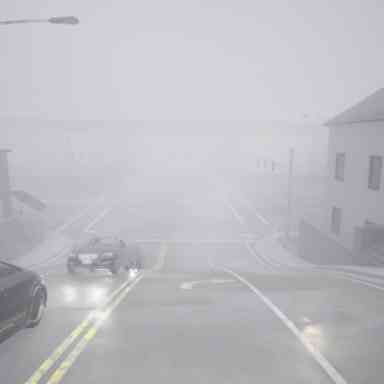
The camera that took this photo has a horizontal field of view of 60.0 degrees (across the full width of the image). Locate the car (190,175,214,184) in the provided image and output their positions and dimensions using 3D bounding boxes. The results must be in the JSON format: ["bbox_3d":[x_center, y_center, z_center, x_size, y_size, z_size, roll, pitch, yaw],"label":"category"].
[{"bbox_3d":[1.962,-2.476,66.032,4.974,1.542,2.038,5,10,28],"label":"car"}]

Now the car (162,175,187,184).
[{"bbox_3d":[-3.359,-2.530,65.236,4.536,1.218,1.853,-6,11,-36],"label":"car"}]

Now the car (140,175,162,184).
[{"bbox_3d":[-8.047,-2.543,65.210,4.536,1.218,1.853,8,12,43],"label":"car"}]

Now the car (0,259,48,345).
[{"bbox_3d":[-3.647,1.607,4.481,1.994,1.385,4.181,0,-3,0],"label":"car"}]

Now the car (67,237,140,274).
[{"bbox_3d":[-3.800,2.677,14.371,2.128,1.511,4.902,0,-10,-1],"label":"car"}]

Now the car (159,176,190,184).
[{"bbox_3d":[-3.401,-2.370,65.230,4.974,1.542,2.038,-6,11,-36],"label":"car"}]

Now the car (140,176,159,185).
[{"bbox_3d":[-8.009,-2.381,65.200,4.974,1.542,2.038,8,12,43],"label":"car"}]

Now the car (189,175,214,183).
[{"bbox_3d":[1.917,-2.635,66.032,4.536,1.218,1.853,5,10,28],"label":"car"}]

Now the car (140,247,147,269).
[{"bbox_3d":[-3.889,3.920,20.384,1.994,1.385,4.181,0,-8,-2],"label":"car"}]
